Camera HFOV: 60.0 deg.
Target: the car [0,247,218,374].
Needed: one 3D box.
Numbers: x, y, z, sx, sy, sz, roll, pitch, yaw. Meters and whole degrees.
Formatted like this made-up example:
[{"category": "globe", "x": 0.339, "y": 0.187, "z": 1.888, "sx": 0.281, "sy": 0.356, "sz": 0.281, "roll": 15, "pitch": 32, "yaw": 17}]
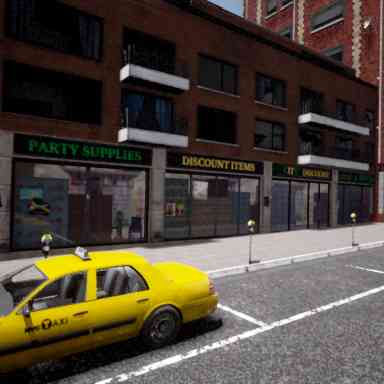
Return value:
[{"category": "car", "x": -1.844, "y": 1.526, "z": 4.755, "sx": 4.829, "sy": 1.417, "sz": 1.752, "roll": 0, "pitch": 2, "yaw": -35}]
